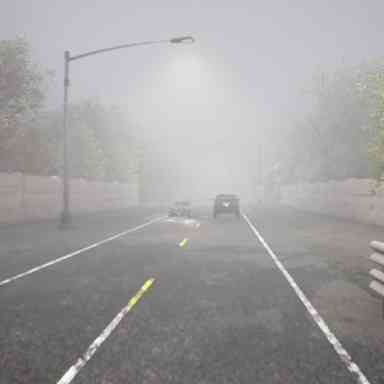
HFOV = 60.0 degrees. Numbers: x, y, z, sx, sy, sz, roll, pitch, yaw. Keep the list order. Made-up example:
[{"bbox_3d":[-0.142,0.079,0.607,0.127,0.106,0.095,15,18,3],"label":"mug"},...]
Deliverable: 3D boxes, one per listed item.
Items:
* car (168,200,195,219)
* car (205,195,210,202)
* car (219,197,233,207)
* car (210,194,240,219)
[{"bbox_3d":[-0.792,1.428,28.307,1.837,1.490,4.892,0,0,6],"label":"car"},{"bbox_3d":[3.769,1.295,70.800,2.033,1.411,5.357,0,0,6],"label":"car"},{"bbox_3d":[5.186,1.450,50.753,1.994,1.385,4.181,0,0,6],"label":"car"},{"bbox_3d":[3.015,1.164,29.125,2.150,2.045,5.566,0,0,6],"label":"car"}]
